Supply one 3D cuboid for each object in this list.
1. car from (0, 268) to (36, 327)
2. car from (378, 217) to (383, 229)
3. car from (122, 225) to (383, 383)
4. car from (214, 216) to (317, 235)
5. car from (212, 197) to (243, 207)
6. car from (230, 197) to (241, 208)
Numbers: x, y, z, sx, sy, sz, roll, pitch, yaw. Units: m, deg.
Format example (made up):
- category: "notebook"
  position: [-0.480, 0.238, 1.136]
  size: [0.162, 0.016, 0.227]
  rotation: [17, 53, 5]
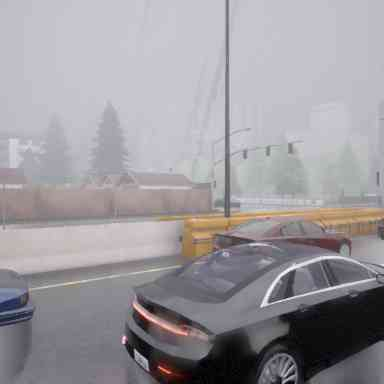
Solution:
- category: "car"
  position: [-5.105, 1.547, 4.398]
  size: [5.357, 1.411, 2.033]
  rotation: [0, 0, -36]
- category: "car"
  position: [10.606, 1.505, 15.659]
  size: [4.892, 1.490, 1.837]
  rotation: [0, 0, -36]
- category: "car"
  position: [1.455, 1.492, 4.796]
  size: [4.902, 1.511, 2.128]
  rotation: [0, 0, -36]
- category: "car"
  position: [2.894, 1.478, 10.129]
  size: [5.008, 1.535, 1.882]
  rotation: [0, 0, -36]
- category: "car"
  position: [5.414, 1.491, 51.363]
  size: [2.128, 1.511, 4.902]
  rotation: [0, 0, -34]
- category: "car"
  position: [4.675, 1.601, 46.120]
  size: [1.895, 1.301, 4.718]
  rotation: [0, 0, -33]
